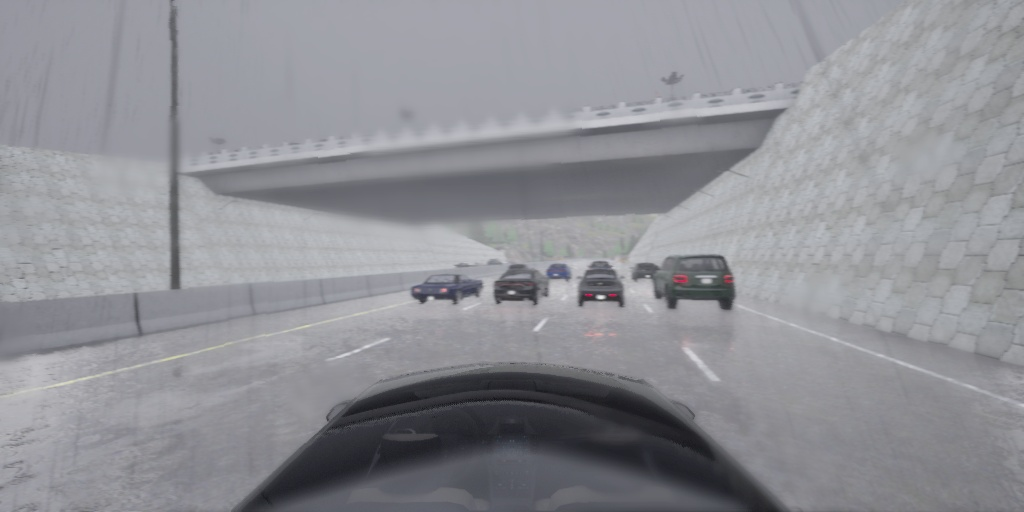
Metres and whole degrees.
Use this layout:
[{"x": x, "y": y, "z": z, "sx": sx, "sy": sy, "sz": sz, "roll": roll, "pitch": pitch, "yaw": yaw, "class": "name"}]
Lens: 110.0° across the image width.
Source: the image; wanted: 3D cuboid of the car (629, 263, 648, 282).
[{"x": 10.911, "y": 1.290, "z": 29.645, "sx": 1.837, "sy": 1.490, "sz": 4.892, "roll": -1, "pitch": 0, "yaw": 14, "class": "car"}]

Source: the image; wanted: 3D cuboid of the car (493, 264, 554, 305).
[{"x": 0.577, "y": 1.323, "z": 16.907, "sx": 1.882, "sy": 1.535, "sz": 5.008, "roll": -1, "pitch": 0, "yaw": 14, "class": "car"}]

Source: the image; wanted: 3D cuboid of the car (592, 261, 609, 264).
[{"x": 7.454, "y": 1.187, "z": 30.257, "sx": 2.097, "sy": 1.767, "sz": 4.553, "roll": -1, "pitch": -1, "yaw": 14, "class": "car"}]

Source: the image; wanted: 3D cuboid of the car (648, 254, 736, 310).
[{"x": 7.259, "y": 0.951, "z": 14.801, "sx": 2.150, "sy": 2.045, "sz": 5.566, "roll": -1, "pitch": 0, "yaw": 14, "class": "car"}]

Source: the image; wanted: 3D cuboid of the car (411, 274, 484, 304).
[{"x": -2.911, "y": 1.500, "z": 17.380, "sx": 1.895, "sy": 1.301, "sz": 4.718, "roll": -1, "pitch": 0, "yaw": 14, "class": "car"}]

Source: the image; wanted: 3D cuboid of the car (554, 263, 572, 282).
[{"x": 4.151, "y": 1.371, "z": 31.462, "sx": 1.882, "sy": 1.535, "sz": 5.008, "roll": -1, "pitch": 0, "yaw": 14, "class": "car"}]

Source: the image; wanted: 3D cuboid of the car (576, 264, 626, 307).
[{"x": 3.935, "y": 1.298, "z": 15.907, "sx": 1.837, "sy": 1.490, "sz": 4.892, "roll": -1, "pitch": 0, "yaw": 14, "class": "car"}]

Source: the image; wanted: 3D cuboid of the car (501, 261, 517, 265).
[{"x": 0.713, "y": 1.456, "z": 32.139, "sx": 1.837, "sy": 1.490, "sz": 4.892, "roll": -1, "pitch": 0, "yaw": 14, "class": "car"}]
